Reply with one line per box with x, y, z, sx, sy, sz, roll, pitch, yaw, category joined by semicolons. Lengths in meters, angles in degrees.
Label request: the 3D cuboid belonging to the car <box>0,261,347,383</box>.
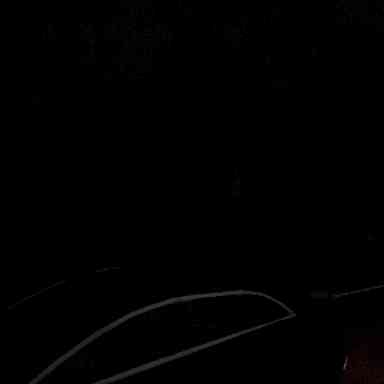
-0.660;1.482;2.923;4.902;1.511;2.128;0;0;-33;car
